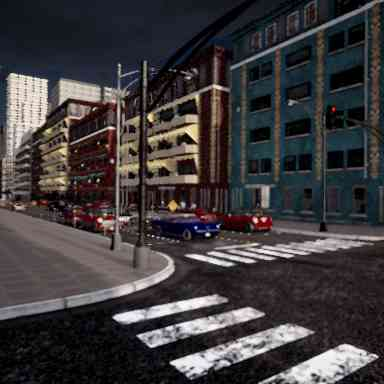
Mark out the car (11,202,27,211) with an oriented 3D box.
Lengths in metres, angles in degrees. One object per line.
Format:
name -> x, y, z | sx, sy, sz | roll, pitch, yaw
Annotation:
car -> -28.400, 2.310, 54.637 | 1.967, 1.590, 4.097 | 0, -1, -35

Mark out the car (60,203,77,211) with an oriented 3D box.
car -> -21.951, 2.567, 59.165 | 1.802, 1.307, 4.206 | 0, -1, -35

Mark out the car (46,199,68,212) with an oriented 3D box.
car -> -21.530, 2.113, 54.108 | 2.150, 2.045, 5.566 | 1, -1, -35

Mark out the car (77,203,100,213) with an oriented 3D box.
car -> -15.595, 2.394, 50.068 | 2.008, 1.369, 4.403 | 0, -1, -35

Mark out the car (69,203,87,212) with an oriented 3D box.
car -> -18.773, 2.496, 54.616 | 1.802, 1.307, 4.206 | 0, -1, -35

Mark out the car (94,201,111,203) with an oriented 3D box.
car -> -12.419, 2.087, 45.523 | 2.192, 1.841, 5.009 | 0, -1, -35

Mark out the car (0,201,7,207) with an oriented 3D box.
car -> -44.192, 2.746, 77.239 | 1.752, 1.417, 4.829 | 0, -1, -35

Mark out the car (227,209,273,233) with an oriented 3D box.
car -> 3.478, 1.853, 22.785 | 1.967, 1.590, 4.097 | 0, -1, -35

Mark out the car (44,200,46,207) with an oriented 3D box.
car -> -28.307, 2.677, 68.261 | 2.008, 1.369, 4.403 | 0, -1, -35

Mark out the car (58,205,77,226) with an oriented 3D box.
car -> -9.331, 2.023, 27.345 | 1.802, 1.307, 4.206 | 0, -1, -35

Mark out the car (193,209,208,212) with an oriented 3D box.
car -> 0.298, 2.067, 27.329 | 1.802, 1.307, 4.206 | 0, -1, -35

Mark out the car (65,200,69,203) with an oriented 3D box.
car -> -15.596, 2.265, 45.689 | 1.837, 1.490, 4.892 | 1, -1, -34

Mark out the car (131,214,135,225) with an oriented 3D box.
car -> -6.404, 1.949, 27.480 | 2.128, 1.511, 4.902 | 1, -1, -35

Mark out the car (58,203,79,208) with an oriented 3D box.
car -> -12.979, 2.206, 36.897 | 1.895, 1.301, 4.718 | 1, -1, -35

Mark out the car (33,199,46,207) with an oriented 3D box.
car -> -34.665, 2.583, 77.361 | 2.192, 1.841, 5.009 | 0, -1, -35

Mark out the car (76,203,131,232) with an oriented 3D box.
car -> -6.154, 1.810, 22.798 | 1.967, 1.590, 4.097 | 0, -1, -35

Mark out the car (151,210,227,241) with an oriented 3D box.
car -> -0.438, 1.924, 18.950 | 1.895, 1.301, 4.718 | 1, -1, -35
